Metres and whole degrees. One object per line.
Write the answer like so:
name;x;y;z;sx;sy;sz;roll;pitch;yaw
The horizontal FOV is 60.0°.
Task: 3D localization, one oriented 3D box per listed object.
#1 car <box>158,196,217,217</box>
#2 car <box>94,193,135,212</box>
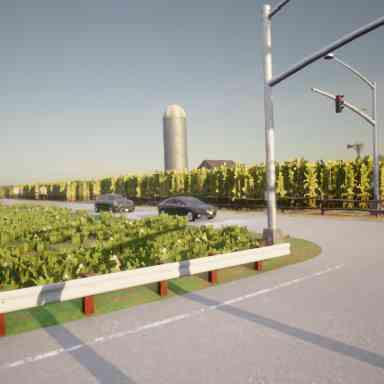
car;-0.413;1.077;22.249;1.837;1.490;4.892;-4;2;-40
car;-7.055;0.964;30.062;2.097;1.767;4.553;-4;2;-40
